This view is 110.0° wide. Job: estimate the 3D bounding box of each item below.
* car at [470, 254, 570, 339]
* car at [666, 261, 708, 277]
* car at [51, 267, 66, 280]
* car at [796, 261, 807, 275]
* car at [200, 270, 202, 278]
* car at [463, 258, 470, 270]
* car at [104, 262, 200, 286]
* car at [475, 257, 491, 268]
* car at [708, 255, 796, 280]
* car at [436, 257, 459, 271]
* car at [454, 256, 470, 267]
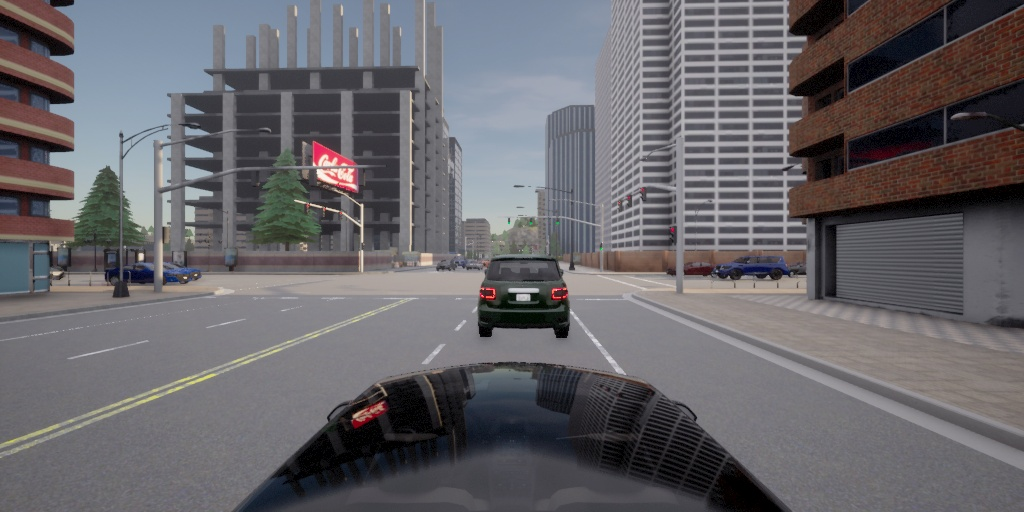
[{"bbox_3d":[0.338,0.972,10.267,2.150,2.045,5.566,0,0,2],"label":"car"},{"bbox_3d":[17.308,1.228,34.055,5.008,1.535,1.882,0,0,2],"label":"car"},{"bbox_3d":[-38.772,1.241,28.681,4.902,1.511,2.128,0,0,2],"label":"car"},{"bbox_3d":[27.238,1.241,33.722,4.902,1.511,2.128,0,0,2],"label":"car"},{"bbox_3d":[-27.381,1.228,28.306,5.008,1.535,1.882,0,0,2],"label":"car"},{"bbox_3d":[-5.279,1.351,51.143,1.895,1.301,4.718,0,0,2],"label":"car"},{"bbox_3d":[-24.964,1.228,24.726,5.008,1.535,1.882,0,0,2],"label":"car"},{"bbox_3d":[-4.875,1.102,61.243,2.097,1.767,4.553,0,0,2],"label":"car"},{"bbox_3d":[20.224,0.971,30.462,5.566,2.045,2.150,0,0,2],"label":"car"},{"bbox_3d":[-8.883,1.255,48.507,1.837,1.490,4.892,0,0,2],"label":"car"},{"bbox_3d":[-8.501,0.971,58.355,2.150,2.045,5.566,0,0,1],"label":"car"}]
